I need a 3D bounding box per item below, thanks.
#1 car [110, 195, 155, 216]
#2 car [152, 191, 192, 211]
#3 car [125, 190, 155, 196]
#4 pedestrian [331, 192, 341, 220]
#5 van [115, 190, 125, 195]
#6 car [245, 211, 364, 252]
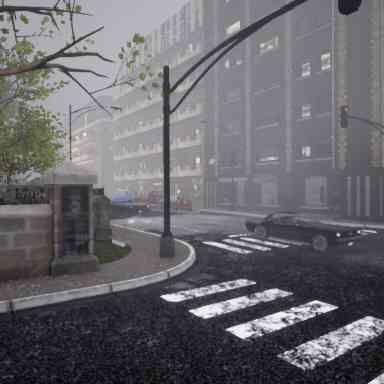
[{"bbox_3d":[-5.262,1.180,27.369,1.895,1.301,4.718,0,1,-36],"label":"car"},{"bbox_3d":[-1.757,0.950,32.413,1.967,1.590,4.097,1,1,-36],"label":"car"},{"bbox_3d":[-5.018,0.727,36.867,2.192,1.841,5.009,1,1,-36],"label":"car"},{"bbox_3d":[9.513,0.902,21.976,0.375,1.860,0.375,1,-1,-36],"label":"pedestrian"},{"bbox_3d":[-8.280,0.655,41.324,1.690,1.788,3.998,1,1,-36],"label":"van"},{"bbox_3d":[4.532,1.524,14.005,1.895,1.301,4.718,0,2,-36],"label":"car"}]
